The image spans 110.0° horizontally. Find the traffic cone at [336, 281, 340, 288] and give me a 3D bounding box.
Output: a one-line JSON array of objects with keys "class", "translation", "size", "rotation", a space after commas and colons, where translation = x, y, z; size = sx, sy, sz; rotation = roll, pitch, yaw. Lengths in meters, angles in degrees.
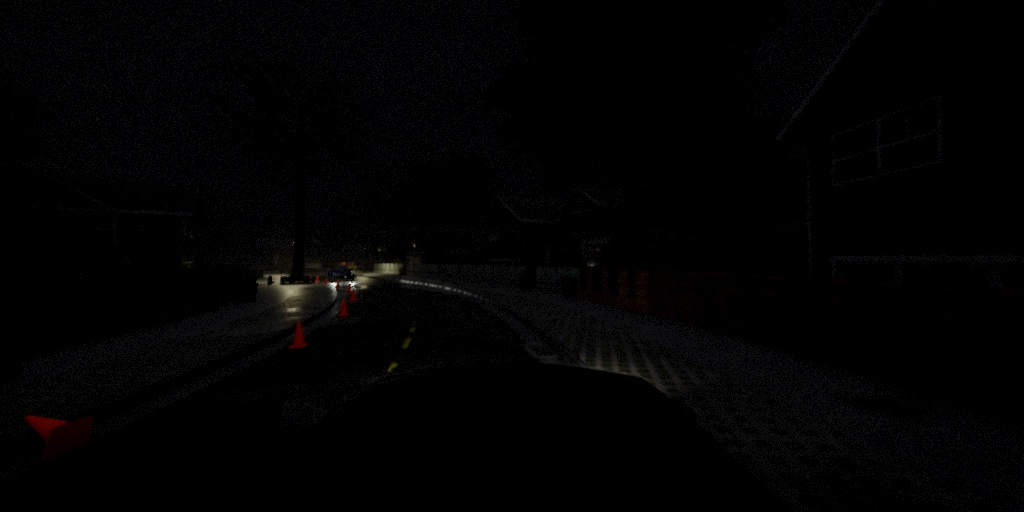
[{"class": "traffic cone", "translation": [-12.396, 2.002, 25.557], "size": [0.340, 0.580, 0.340], "rotation": [0, 0, -36]}]

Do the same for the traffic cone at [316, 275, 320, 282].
[{"class": "traffic cone", "translation": [-18.241, 2.123, 33.671], "size": [0.340, 0.580, 0.340], "rotation": [0, 0, -36]}]

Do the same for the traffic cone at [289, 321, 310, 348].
[{"class": "traffic cone", "translation": [-4.963, 1.808, 8.369], "size": [0.340, 0.580, 0.340], "rotation": [0, 0, -10]}]

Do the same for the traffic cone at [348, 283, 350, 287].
[{"class": "traffic cone", "translation": [-9.793, 1.946, 21.587], "size": [0.340, 0.580, 0.340], "rotation": [0, 0, -30]}]

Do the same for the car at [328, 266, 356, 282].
[{"class": "car", "translation": [-16.621, 1.679, 34.779], "size": [1.812, 1.442, 4.674], "rotation": [0, 0, -36]}]

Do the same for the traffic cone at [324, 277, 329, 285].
[{"class": "traffic cone", "translation": [-15.319, 2.063, 29.614], "size": [0.340, 0.580, 0.340], "rotation": [0, 0, -36]}]

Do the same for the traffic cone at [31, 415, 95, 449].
[{"class": "traffic cone", "translation": [-4.643, 1.608, 3.765], "size": [0.340, 0.580, 0.340], "rotation": [0, 0, 8]}]

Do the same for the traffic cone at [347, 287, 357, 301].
[{"class": "traffic cone", "translation": [-7.677, 1.895, 17.377], "size": [0.340, 0.580, 0.340], "rotation": [0, 0, -23]}]

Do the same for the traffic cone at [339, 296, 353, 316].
[{"class": "traffic cone", "translation": [-6.060, 1.849, 12.951], "size": [0.340, 0.580, 0.340], "rotation": [0, 0, -17]}]

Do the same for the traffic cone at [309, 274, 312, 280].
[{"class": "traffic cone", "translation": [-21.163, 2.183, 37.727], "size": [0.340, 0.580, 0.340], "rotation": [0, 0, -36]}]
